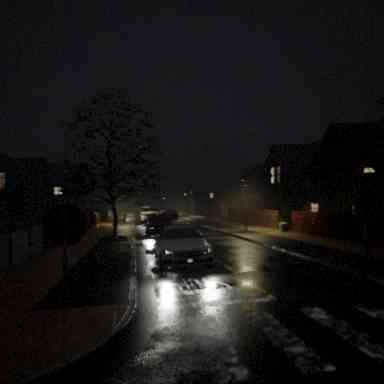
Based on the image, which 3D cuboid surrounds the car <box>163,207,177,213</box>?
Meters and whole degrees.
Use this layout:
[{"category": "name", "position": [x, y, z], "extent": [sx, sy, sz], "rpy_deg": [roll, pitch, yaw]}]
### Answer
[{"category": "car", "position": [-2.991, 3.095, 45.280], "extent": [1.882, 1.535, 5.008], "rpy_deg": [-1, -2, -10]}]

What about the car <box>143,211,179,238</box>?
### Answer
[{"category": "car", "position": [-2.399, 2.424, 24.417], "extent": [1.837, 1.490, 4.892], "rpy_deg": [-1, -2, -10]}]

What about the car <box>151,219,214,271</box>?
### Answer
[{"category": "car", "position": [-0.453, 2.022, 13.046], "extent": [1.812, 1.442, 4.674], "rpy_deg": [-1, -2, -10]}]

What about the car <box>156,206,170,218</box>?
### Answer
[{"category": "car", "position": [-4.956, 3.393, 56.663], "extent": [2.097, 1.767, 4.553], "rpy_deg": [-1, -2, -9]}]

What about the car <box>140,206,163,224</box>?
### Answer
[{"category": "car", "position": [-5.114, 2.735, 40.402], "extent": [2.150, 2.045, 5.566], "rpy_deg": [-1, -2, -9]}]
